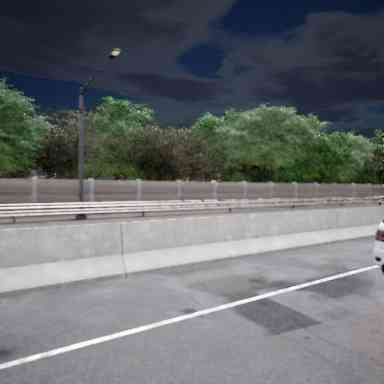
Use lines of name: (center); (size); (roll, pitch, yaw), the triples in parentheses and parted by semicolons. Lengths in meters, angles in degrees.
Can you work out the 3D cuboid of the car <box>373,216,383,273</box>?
car: (6.989, 1.177, 8.695); (5.566, 2.045, 2.150); (-1, 0, -35)
